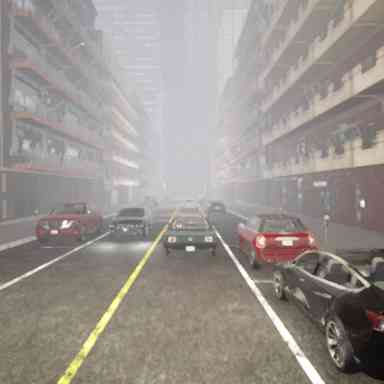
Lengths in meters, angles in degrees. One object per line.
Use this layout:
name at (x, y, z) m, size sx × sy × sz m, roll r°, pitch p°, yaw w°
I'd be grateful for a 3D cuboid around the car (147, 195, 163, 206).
car at (-6.158, 1.365, 50.199) m, size 2.192 × 1.841 × 5.009 m, roll -1°, pitch 0°, yaw -1°

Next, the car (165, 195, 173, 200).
car at (-6.563, 1.635, 95.013) m, size 1.802 × 1.307 × 4.206 m, roll -1°, pitch 0°, yaw -1°

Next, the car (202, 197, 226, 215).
car at (2.381, 1.536, 33.441) m, size 1.947 × 1.339 × 4.313 m, roll -1°, pitch 0°, yaw -1°

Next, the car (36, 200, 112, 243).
car at (-5.851, 1.368, 16.588) m, size 2.192 × 1.841 × 5.009 m, roll -1°, pitch 0°, yaw -1°

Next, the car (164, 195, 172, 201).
car at (-6.513, 1.597, 89.411) m, size 1.887 × 1.381 × 4.507 m, roll -1°, pitch 0°, yaw -1°

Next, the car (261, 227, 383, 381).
car at (2.637, 1.539, 5.432) m, size 1.947 × 1.339 × 4.313 m, roll -1°, pitch 0°, yaw -1°

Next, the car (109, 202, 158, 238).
car at (-3.159, 1.531, 17.975) m, size 1.837 × 1.490 × 4.892 m, roll -1°, pitch 0°, yaw -1°

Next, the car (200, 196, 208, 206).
car at (2.329, 1.520, 39.044) m, size 2.008 × 1.369 × 4.403 m, roll -1°, pitch 0°, yaw -1°

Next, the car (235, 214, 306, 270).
car at (2.583, 1.412, 11.034) m, size 1.967 × 1.590 × 4.097 m, roll -1°, pitch 0°, yaw -1°

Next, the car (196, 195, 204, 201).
car at (1.919, 1.536, 83.857) m, size 1.947 × 1.339 × 4.313 m, roll -1°, pitch 0°, yaw -1°

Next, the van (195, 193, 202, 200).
van at (1.811, 1.313, 95.061) m, size 1.690 × 1.788 × 3.998 m, roll -1°, pitch 0°, yaw -1°

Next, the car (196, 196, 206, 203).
car at (2.022, 1.520, 72.654) m, size 2.008 × 1.369 × 4.403 m, roll -1°, pitch 0°, yaw -1°

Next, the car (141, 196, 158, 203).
car at (-6.102, 1.601, 44.597) m, size 2.008 × 1.369 × 4.403 m, roll -1°, pitch 0°, yaw -1°

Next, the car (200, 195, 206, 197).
car at (2.276, 1.494, 44.815) m, size 1.752 × 1.417 × 4.829 m, roll -1°, pitch 0°, yaw -1°

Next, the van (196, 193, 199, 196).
van at (2.068, 1.310, 67.052) m, size 1.690 × 1.788 × 3.998 m, roll -1°, pitch 0°, yaw -1°

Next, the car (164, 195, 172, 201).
car at (-6.461, 1.618, 83.809) m, size 1.947 × 1.339 × 4.313 m, roll -1°, pitch 0°, yaw -1°

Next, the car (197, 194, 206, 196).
car at (2.173, 1.409, 55.849) m, size 1.967 × 1.590 × 4.097 m, roll -1°, pitch 0°, yaw -1°

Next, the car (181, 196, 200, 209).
car at (-0.262, 1.520, 40.164) m, size 1.812 × 1.442 × 4.674 m, roll -1°, pitch 0°, yaw -1°

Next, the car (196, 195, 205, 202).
car at (1.970, 1.514, 78.255) m, size 1.887 × 1.381 × 4.507 m, roll -1°, pitch 0°, yaw -1°

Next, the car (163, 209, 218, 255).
car at (-0.055, 1.598, 13.259) m, size 1.895 × 1.301 × 4.718 m, roll -1°, pitch 0°, yaw 0°
